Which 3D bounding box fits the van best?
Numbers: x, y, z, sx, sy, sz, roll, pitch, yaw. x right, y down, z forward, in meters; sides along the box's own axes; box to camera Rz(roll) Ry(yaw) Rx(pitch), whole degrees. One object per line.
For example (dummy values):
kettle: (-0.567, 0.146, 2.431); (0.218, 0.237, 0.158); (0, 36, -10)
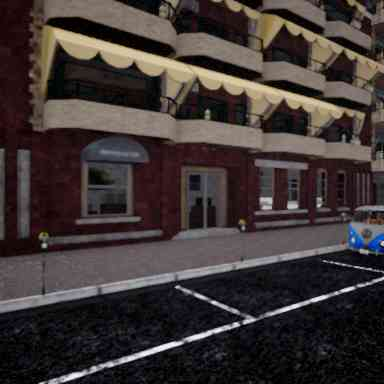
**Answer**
van: (7.091, 1.342, 11.612); (3.998, 1.788, 1.690); (0, 0, -35)
